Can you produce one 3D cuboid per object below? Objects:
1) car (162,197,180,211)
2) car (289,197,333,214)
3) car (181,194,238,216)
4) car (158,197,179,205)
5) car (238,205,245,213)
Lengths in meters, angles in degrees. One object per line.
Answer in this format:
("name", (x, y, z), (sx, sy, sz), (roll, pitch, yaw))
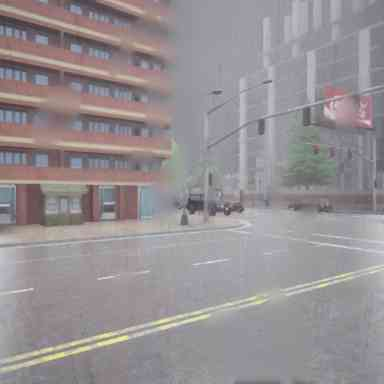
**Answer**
("car", (-3.900, 1.351, 40.724), (2.097, 1.767, 4.553), (0, 0, -35))
("car", (12.656, 1.350, 35.723), (2.097, 1.767, 4.553), (0, 0, -35))
("car", (1.629, 1.221, 32.816), (2.150, 2.045, 5.566), (0, 0, -35))
("car", (-4.223, 1.562, 59.850), (1.994, 1.385, 4.181), (0, 0, -35))
("car", (3.553, 1.600, 36.174), (1.895, 1.301, 4.718), (0, 0, -35))
